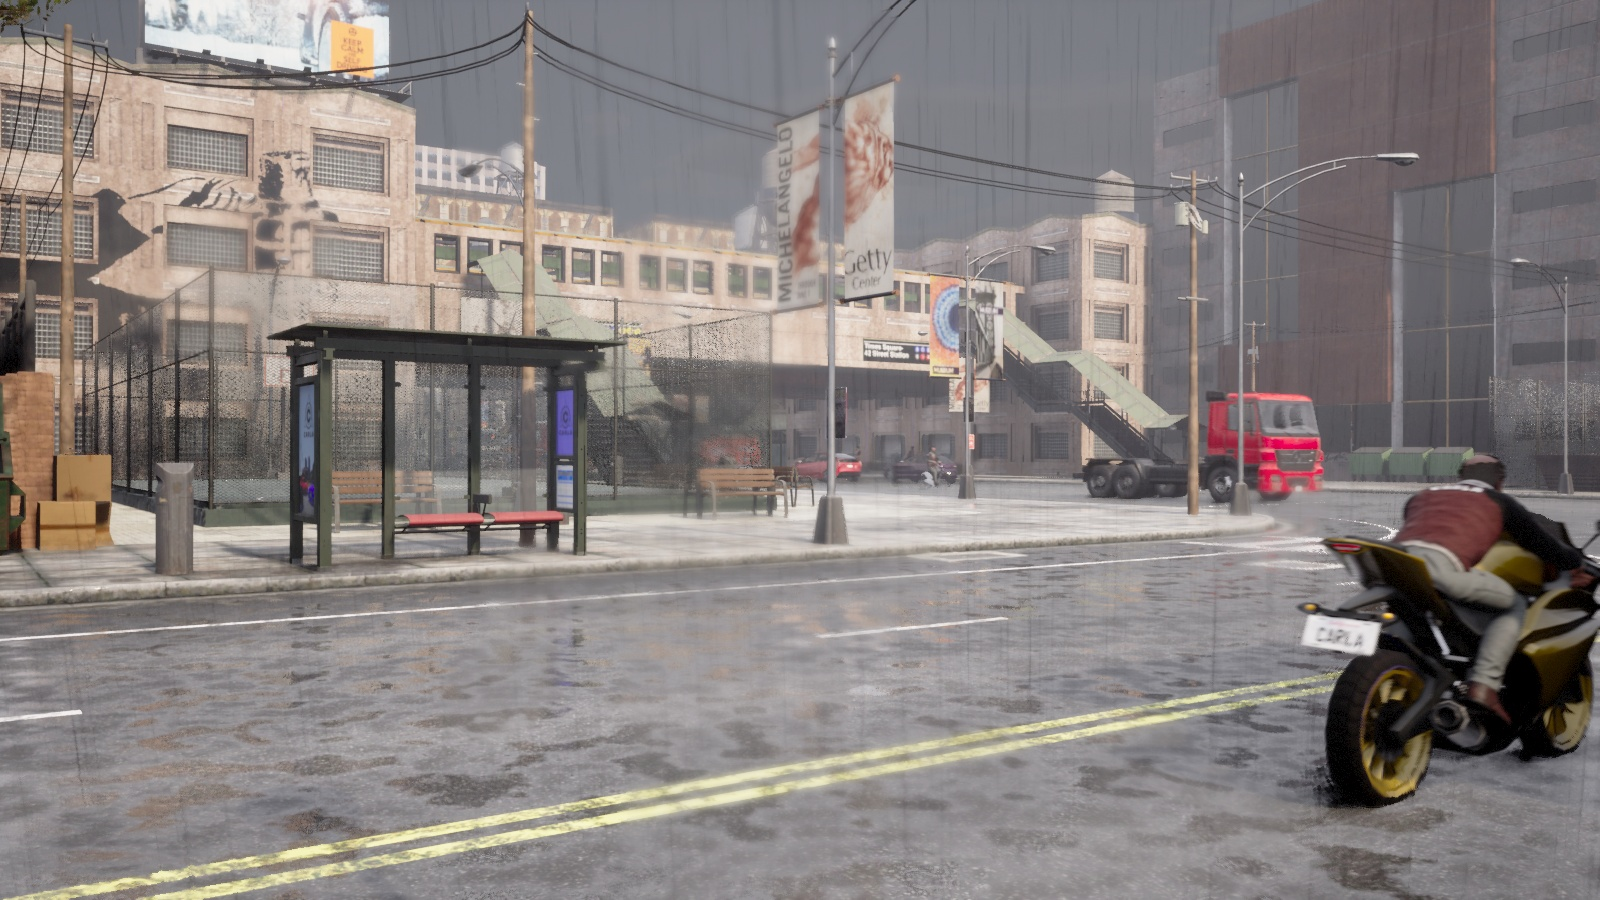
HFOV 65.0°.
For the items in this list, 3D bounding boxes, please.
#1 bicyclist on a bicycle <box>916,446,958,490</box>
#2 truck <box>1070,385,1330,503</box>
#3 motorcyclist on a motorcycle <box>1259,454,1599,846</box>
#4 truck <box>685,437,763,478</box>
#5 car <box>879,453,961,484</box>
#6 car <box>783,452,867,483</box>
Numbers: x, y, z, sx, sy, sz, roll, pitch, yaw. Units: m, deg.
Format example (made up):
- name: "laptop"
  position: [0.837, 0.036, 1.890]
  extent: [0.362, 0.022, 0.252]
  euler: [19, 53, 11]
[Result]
- name: "bicyclist on a bicycle"
  position: [5.591, 0.729, 51.198]
  extent: [0.659, 1.776, 1.843]
  euler: [0, 0, -34]
- name: "truck"
  position: [12.732, -0.165, 40.768]
  extent: [2.891, 3.462, 7.936]
  euler: [0, 0, -34]
- name: "motorcyclist on a motorcycle"
  position: [3.206, 0.787, 5.898]
  extent: [2.191, 1.530, 0.866]
  euler: [0, 0, -35]
- name: "truck"
  position: [-4.839, 0.462, 79.039]
  extent: [2.627, 2.467, 5.204]
  euler: [0, 0, -34]
- name: "car"
  position: [5.995, 0.900, 63.000]
  extent: [1.816, 1.474, 4.193]
  euler: [0, 0, -34]
- name: "car"
  position: [1.224, 0.845, 63.779]
  extent: [2.007, 1.525, 4.514]
  euler: [0, 0, -34]
